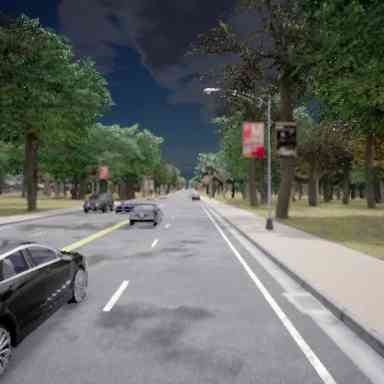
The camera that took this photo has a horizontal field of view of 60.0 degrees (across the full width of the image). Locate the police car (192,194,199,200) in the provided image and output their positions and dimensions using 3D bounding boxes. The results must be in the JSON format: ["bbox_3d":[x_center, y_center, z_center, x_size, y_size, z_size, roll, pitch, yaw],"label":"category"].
[{"bbox_3d":[0.977,1.400,95.592,1.930,1.638,5.238,0,0,0],"label":"police car"}]

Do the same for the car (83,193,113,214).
[{"bbox_3d":[-9.841,1.181,35.628,2.150,2.045,5.566,0,0,0],"label":"car"}]

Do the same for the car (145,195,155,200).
[{"bbox_3d":[-9.749,1.357,77.506,1.882,1.535,5.008,0,0,0],"label":"car"}]

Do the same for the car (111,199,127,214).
[{"bbox_3d":[-6.595,1.562,34.193,1.895,1.301,4.718,0,0,0],"label":"car"}]

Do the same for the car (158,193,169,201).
[{"bbox_3d":[-6.499,1.038,75.652,2.097,1.767,4.553,0,0,0],"label":"car"}]

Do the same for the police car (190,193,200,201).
[{"bbox_3d":[0.976,1.390,79.591,1.930,1.638,5.238,0,0,0],"label":"police car"}]

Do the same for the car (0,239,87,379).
[{"bbox_3d":[-3.149,1.484,5.218,2.128,1.511,4.902,0,0,0],"label":"car"}]

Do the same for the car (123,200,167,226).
[{"bbox_3d":[-3.150,1.518,23.364,2.033,1.411,5.357,0,0,0],"label":"car"}]
